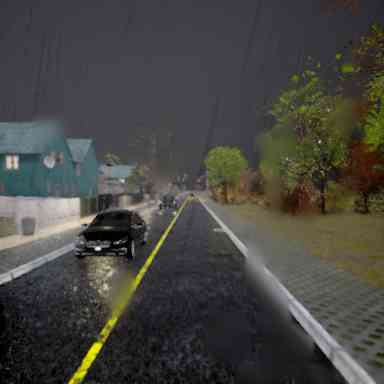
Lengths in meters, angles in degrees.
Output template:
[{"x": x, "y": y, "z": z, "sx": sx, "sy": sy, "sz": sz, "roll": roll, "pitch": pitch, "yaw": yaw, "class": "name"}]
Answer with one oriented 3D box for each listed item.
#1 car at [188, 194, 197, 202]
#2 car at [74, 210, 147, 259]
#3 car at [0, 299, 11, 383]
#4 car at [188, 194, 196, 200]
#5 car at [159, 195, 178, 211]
[{"x": 0.022, "y": 1.252, "z": 71.979, "sx": 1.882, "sy": 1.535, "sz": 5.008, "roll": 0, "pitch": 0, "yaw": 0, "class": "car"}, {"x": -2.832, "y": 1.468, "z": 12.491, "sx": 1.837, "sy": 1.490, "sz": 4.892, "roll": 0, "pitch": 0, "yaw": 0, "class": "car"}, {"x": -2.845, "y": 1.488, "z": 1.561, "sx": 2.128, "sy": 1.511, "sz": 4.902, "roll": 0, "pitch": 0, "yaw": 0, "class": "car"}, {"x": 0.025, "y": 1.155, "z": 82.414, "sx": 1.837, "sy": 1.490, "sz": 4.892, "roll": 0, "pitch": 0, "yaw": 0, "class": "car"}, {"x": -2.738, "y": 1.158, "z": 39.404, "sx": 2.097, "sy": 1.767, "sz": 4.553, "roll": 0, "pitch": 0, "yaw": 0, "class": "car"}]
